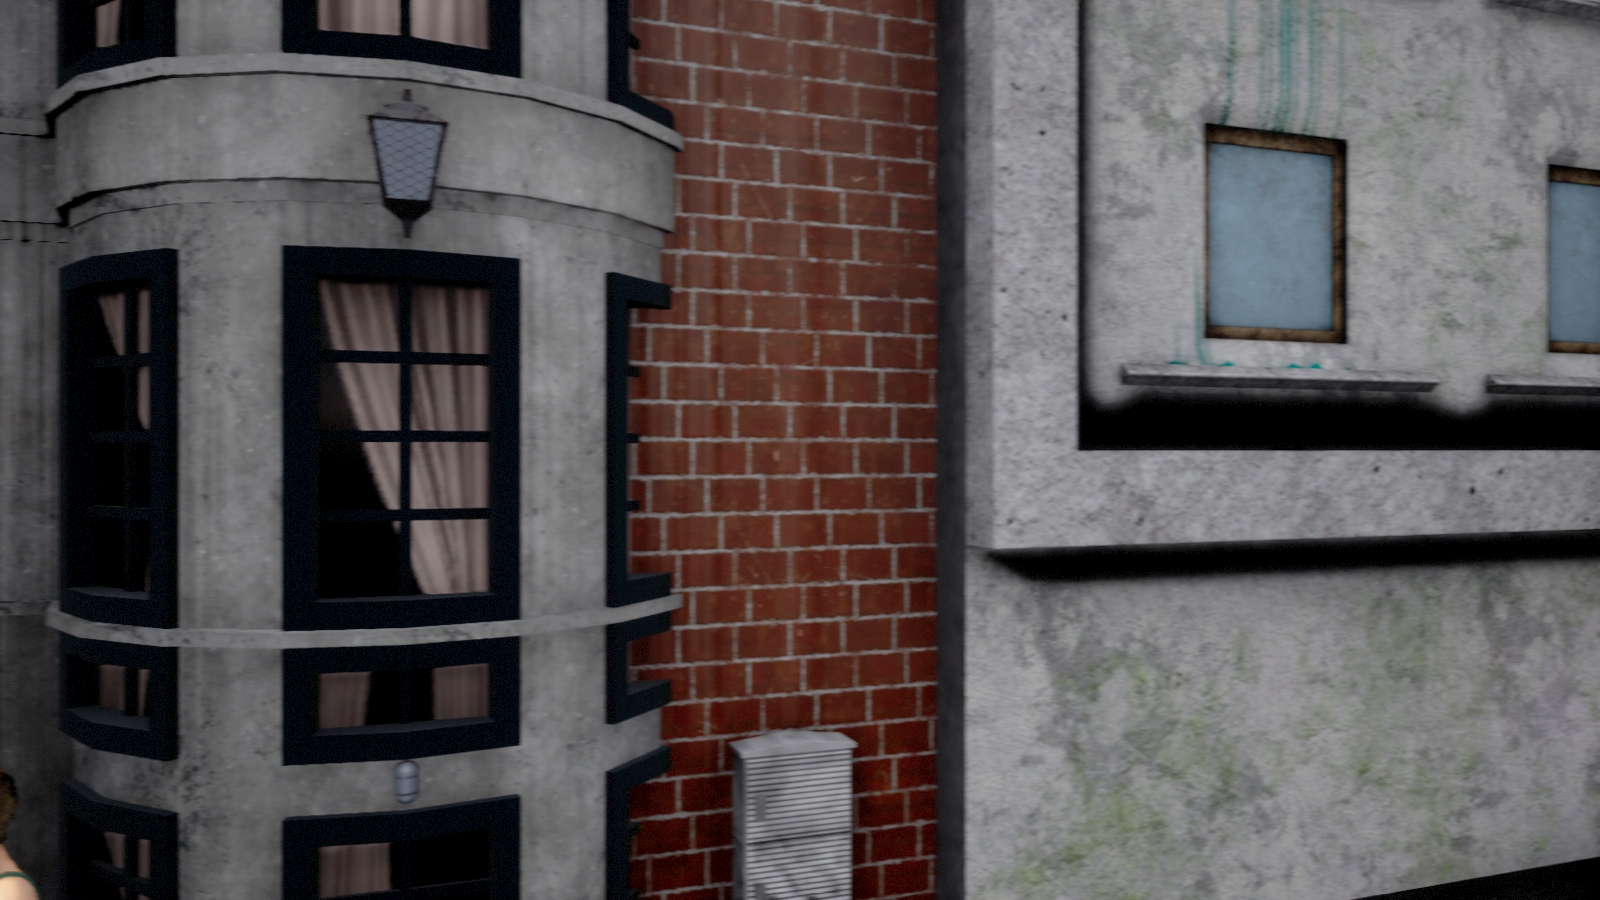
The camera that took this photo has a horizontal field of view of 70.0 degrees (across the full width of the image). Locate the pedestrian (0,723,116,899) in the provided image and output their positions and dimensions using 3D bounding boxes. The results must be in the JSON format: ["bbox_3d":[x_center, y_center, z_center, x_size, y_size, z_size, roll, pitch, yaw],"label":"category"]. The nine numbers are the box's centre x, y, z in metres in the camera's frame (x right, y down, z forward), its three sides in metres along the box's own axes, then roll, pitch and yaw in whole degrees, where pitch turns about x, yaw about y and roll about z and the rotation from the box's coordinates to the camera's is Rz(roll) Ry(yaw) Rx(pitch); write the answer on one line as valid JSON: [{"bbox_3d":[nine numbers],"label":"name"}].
[{"bbox_3d":[-2.140,1.744,3.144,0.375,1.860,0.375,0,0,-42],"label":"pedestrian"}]
